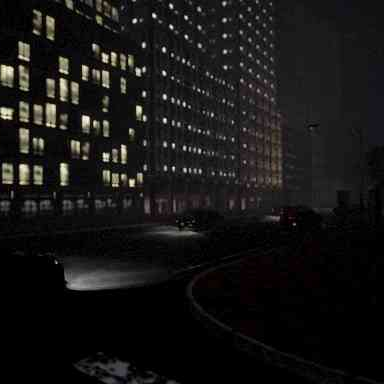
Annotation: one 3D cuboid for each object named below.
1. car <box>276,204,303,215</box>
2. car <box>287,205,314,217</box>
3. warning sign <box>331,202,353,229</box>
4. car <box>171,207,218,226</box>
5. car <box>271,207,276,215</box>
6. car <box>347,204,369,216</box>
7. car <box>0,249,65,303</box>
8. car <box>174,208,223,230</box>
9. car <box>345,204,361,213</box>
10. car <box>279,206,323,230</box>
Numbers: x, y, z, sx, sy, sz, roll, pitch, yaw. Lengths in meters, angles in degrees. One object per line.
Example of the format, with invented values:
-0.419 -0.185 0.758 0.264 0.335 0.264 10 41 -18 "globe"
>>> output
10.793 2.178 34.465 2.097 1.767 4.553 -1 -2 35 "car"
15.237 2.643 46.618 2.128 1.511 4.902 -1 -2 36 "car"
10.966 1.659 24.274 1.300 1.860 1.060 0 0 35 "warning sign"
0.308 2.244 31.208 1.882 1.535 5.008 -1 -2 35 "car"
13.589 2.595 49.901 2.097 1.767 4.553 -1 -2 35 "car"
23.705 2.647 47.147 1.837 1.490 4.892 -1 -2 35 "car"
-4.776 1.644 6.688 1.994 1.385 4.181 0 -1 35 "car"
0.673 2.128 26.082 1.837 1.490 4.892 -1 -2 35 "car"
29.577 3.012 61.131 1.837 1.490 4.892 -1 -3 35 "car"
8.783 2.104 25.965 1.837 1.490 4.892 -1 -1 35 "car"
